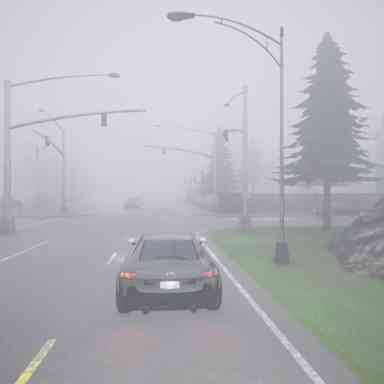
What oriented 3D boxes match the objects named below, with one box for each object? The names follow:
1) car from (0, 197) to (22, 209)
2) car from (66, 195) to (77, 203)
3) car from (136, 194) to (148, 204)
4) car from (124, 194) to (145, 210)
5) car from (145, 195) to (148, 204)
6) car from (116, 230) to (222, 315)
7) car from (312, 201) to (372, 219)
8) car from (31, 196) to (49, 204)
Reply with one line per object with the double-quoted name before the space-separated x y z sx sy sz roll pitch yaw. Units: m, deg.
"car" -21.330 1.335 38.409 2.007 1.523 4.514 0 0 -5
"car" -23.555 1.366 64.347 1.845 1.501 3.633 0 0 -5
"car" -9.477 1.344 63.152 2.097 1.767 4.553 0 0 -5
"car" -7.608 1.347 43.092 2.097 1.767 4.553 0 0 -5
"car" -8.538 1.558 52.942 1.994 1.385 4.181 0 0 -5
"car" -0.556 1.563 7.701 1.994 1.385 4.181 0 0 -5
"car" 12.716 1.488 28.334 4.902 1.511 2.128 0 0 -7
"car" -25.893 1.377 56.700 1.970 1.475 3.806 0 0 -5
